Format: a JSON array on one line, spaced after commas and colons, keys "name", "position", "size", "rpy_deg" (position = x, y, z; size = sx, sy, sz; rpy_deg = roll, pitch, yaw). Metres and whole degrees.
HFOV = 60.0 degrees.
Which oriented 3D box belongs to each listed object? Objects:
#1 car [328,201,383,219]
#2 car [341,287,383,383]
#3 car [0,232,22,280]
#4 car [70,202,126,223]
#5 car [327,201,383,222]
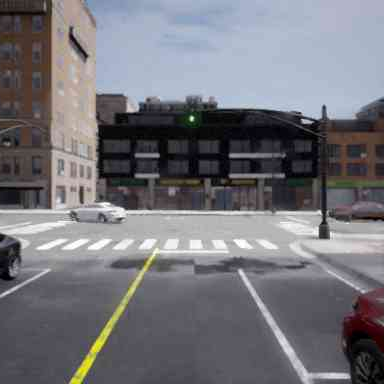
[{"name": "car", "position": [15.033, 1.577, 29.586], "size": [5.008, 1.535, 1.882], "rpy_deg": [0, 0, 0]}, {"name": "car", "position": [2.637, 1.316, 1.580], "size": [2.192, 1.841, 5.009], "rpy_deg": [0, 0, 0]}, {"name": "car", "position": [-5.389, 1.570, 7.240], "size": [1.947, 1.339, 4.313], "rpy_deg": [0, 0, 0]}, {"name": "car", "position": [-7.119, 1.511, 25.096], "size": [4.674, 1.442, 1.812], "rpy_deg": [0, -1, 29]}, {"name": "car", "position": [13.570, 1.637, 26.327], "size": [5.357, 1.411, 2.033], "rpy_deg": [0, 0, 0]}]
